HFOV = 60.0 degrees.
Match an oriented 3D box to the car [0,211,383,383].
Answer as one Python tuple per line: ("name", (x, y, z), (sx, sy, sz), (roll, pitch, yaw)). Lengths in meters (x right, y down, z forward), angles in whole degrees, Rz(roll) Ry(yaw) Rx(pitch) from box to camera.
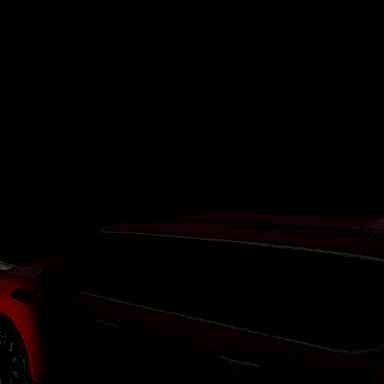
("car", (0.034, 1.221, 3.354), (5.566, 2.045, 2.150), (0, 0, 36))
